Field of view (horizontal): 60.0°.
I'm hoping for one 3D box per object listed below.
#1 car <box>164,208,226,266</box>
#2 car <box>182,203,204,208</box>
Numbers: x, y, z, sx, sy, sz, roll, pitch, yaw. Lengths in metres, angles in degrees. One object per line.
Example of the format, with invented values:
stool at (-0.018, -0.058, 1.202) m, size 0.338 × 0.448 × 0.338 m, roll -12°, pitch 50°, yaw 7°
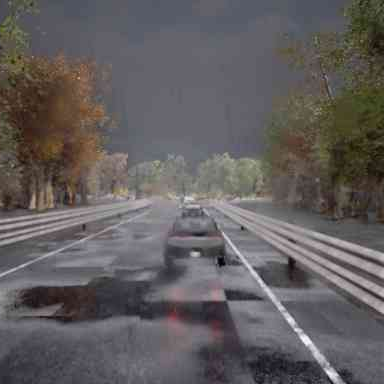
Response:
car at (0.094, 1.545, 11.745) m, size 2.128 × 1.511 × 4.902 m, roll 0°, pitch 0°, yaw 0°
car at (0.091, 1.650, 28.818) m, size 1.812 × 1.442 × 4.674 m, roll 0°, pitch 0°, yaw 0°
